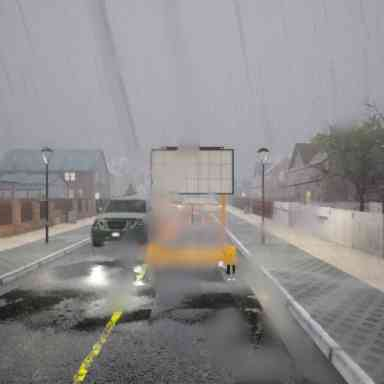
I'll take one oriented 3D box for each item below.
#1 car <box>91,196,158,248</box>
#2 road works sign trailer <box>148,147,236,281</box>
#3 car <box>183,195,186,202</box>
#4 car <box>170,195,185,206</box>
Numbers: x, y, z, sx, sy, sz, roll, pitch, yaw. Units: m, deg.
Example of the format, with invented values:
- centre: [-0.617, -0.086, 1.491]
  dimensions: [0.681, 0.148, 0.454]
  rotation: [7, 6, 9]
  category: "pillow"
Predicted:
- centre: [-2.844, 1.235, 15.169]
  dimensions: [2.150, 2.045, 5.566]
  rotation: [0, 0, 0]
  category: "car"
- centre: [0.016, 0.471, 9.851]
  dimensions: [2.380, 3.560, 2.880]
  rotation: [0, 0, 0]
  category: "road works sign trailer"
- centre: [-2.723, 1.681, 89.277]
  dimensions: [2.097, 1.767, 4.553]
  rotation: [0, 0, 0]
  category: "car"
- centre: [-2.810, 1.708, 58.596]
  dimensions: [1.994, 1.385, 4.181]
  rotation: [0, 0, 0]
  category: "car"
